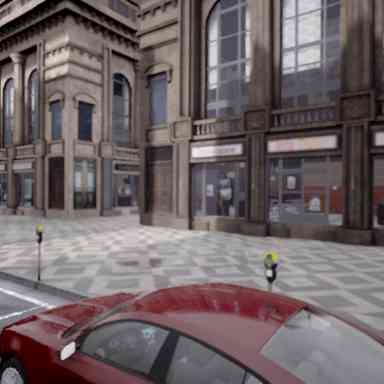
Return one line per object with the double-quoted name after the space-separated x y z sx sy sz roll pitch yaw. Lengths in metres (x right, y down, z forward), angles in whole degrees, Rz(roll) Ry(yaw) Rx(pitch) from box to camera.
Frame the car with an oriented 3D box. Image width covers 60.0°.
-0.013 1.538 2.969 4.507 1.381 1.887 0 0 35 "car"
